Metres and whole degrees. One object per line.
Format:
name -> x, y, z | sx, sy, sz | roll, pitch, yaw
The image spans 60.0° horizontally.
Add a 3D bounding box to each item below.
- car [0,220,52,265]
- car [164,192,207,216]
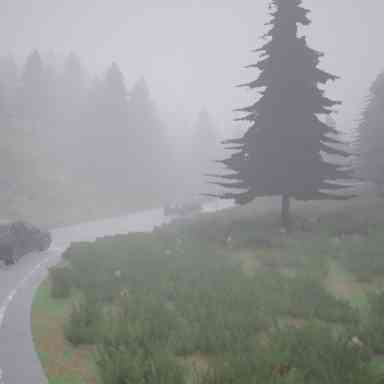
car -> -6.822, 1.728, 12.192 | 2.033, 1.411, 5.357 | 1, -2, -6
car -> -0.762, 1.205, 31.206 | 2.097, 1.767, 4.553 | 0, 4, 27
